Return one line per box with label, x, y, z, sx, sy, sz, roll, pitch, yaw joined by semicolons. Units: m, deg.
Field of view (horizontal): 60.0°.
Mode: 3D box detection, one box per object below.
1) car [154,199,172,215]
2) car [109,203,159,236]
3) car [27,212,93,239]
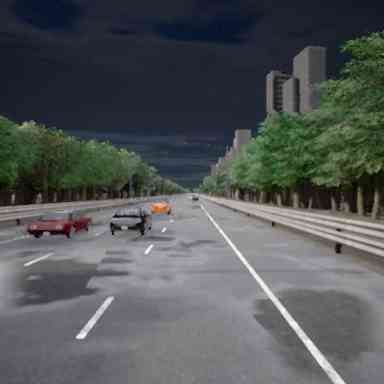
car;-3.398;1.582;37.762;2.097;1.767;4.553;0;0;0
car;-3.399;1.603;19.195;2.128;1.511;4.902;0;0;0
car;-6.898;1.705;18.006;1.895;1.301;4.718;0;0;0
